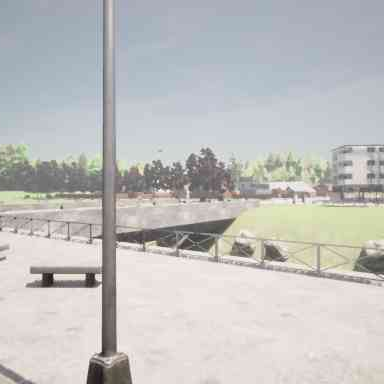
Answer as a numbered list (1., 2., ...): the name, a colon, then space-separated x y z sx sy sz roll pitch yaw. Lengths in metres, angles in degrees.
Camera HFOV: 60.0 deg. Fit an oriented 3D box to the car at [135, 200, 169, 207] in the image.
1. car: -4.896 1.601 41.882 1.895 1.301 4.718 0 0 36
